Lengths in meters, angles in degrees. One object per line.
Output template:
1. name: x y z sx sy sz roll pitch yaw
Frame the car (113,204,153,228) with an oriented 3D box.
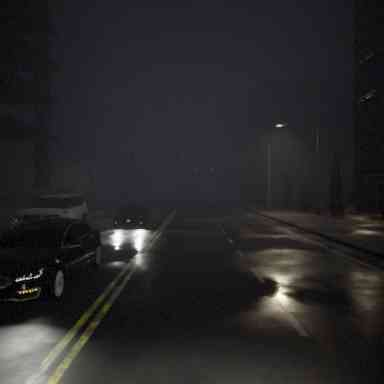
1. car: -3.628 1.451 20.990 1.994 1.385 4.181 0 0 0

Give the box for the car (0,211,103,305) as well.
1. car: -3.616 1.460 8.278 1.837 1.490 4.892 0 1 0

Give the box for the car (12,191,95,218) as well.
1. car: -7.134 1.127 17.364 2.150 2.045 5.566 0 1 0
